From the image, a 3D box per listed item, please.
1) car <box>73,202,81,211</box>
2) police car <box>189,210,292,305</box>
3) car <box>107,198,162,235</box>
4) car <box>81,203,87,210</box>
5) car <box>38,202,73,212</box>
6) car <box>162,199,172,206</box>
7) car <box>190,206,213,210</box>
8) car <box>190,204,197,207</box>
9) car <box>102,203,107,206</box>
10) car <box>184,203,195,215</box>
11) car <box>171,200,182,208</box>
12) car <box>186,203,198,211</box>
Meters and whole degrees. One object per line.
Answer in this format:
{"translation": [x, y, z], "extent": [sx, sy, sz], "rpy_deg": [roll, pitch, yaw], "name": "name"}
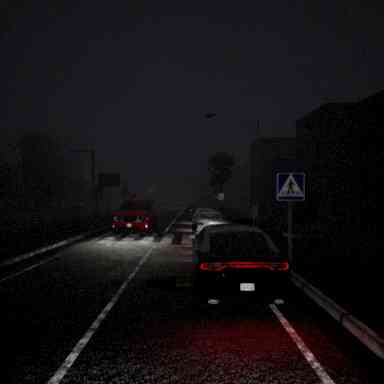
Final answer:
{"translation": [-22.019, 2.440, 56.040], "extent": [4.892, 1.521, 2.231], "rpy_deg": [0, -1, 0], "name": "car"}
{"translation": [0.951, 1.465, 8.343], "extent": [1.930, 1.638, 5.238], "rpy_deg": [0, -1, 0], "name": "police car"}
{"translation": [-3.380, 1.446, 20.746], "extent": [2.150, 2.045, 5.566], "rpy_deg": [0, 0, 0], "name": "car"}
{"translation": [-22.029, 2.508, 59.312], "extent": [5.008, 1.535, 2.097], "rpy_deg": [0, -1, 0], "name": "car"}
{"translation": [-22.022, 2.409, 52.764], "extent": [4.674, 1.452, 2.002], "rpy_deg": [0, -1, 0], "name": "car"}
{"translation": [-8.930, 3.255, 93.700], "extent": [4.892, 1.521, 2.231], "rpy_deg": [0, -1, 0], "name": "car"}
{"translation": [0.931, 1.718, 18.244], "extent": [1.812, 1.442, 4.674], "rpy_deg": [0, -1, 0], "name": "car"}
{"translation": [0.923, 1.845, 24.248], "extent": [1.812, 1.442, 4.674], "rpy_deg": [0, -1, 0], "name": "car"}
{"translation": [-22.011, 3.186, 90.939], "extent": [5.008, 1.535, 2.097], "rpy_deg": [0, -1, 0], "name": "car"}
{"translation": [-0.045, 2.332, 45.468], "extent": [1.994, 1.385, 4.181], "rpy_deg": [0, -1, 0], "name": "car"}
{"translation": [-3.331, 2.955, 79.427], "extent": [1.882, 1.535, 5.008], "rpy_deg": [0, -1, 0], "name": "car"}
{"translation": [-0.071, 2.598, 58.983], "extent": [2.033, 1.411, 5.357], "rpy_deg": [0, -1, 0], "name": "car"}
